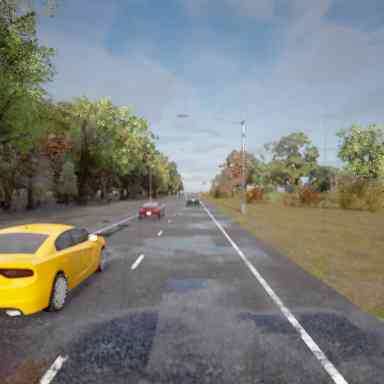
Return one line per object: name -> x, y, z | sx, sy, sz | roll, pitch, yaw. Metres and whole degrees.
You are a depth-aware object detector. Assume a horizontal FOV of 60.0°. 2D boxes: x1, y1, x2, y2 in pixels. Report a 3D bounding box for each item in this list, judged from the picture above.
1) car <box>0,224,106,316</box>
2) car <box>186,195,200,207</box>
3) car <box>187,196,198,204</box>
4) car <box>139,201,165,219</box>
car -> -3.389, 1.469, 7.627 | 1.882, 1.535, 5.008 | 0, 0, 0
car -> 0.171, 1.298, 50.889 | 2.097, 1.767, 4.553 | 0, 0, 0
car -> 0.093, 1.495, 65.347 | 1.994, 1.385, 4.181 | 0, 0, 0
car -> -3.361, 1.494, 28.220 | 1.812, 1.442, 4.674 | 0, 0, 0
